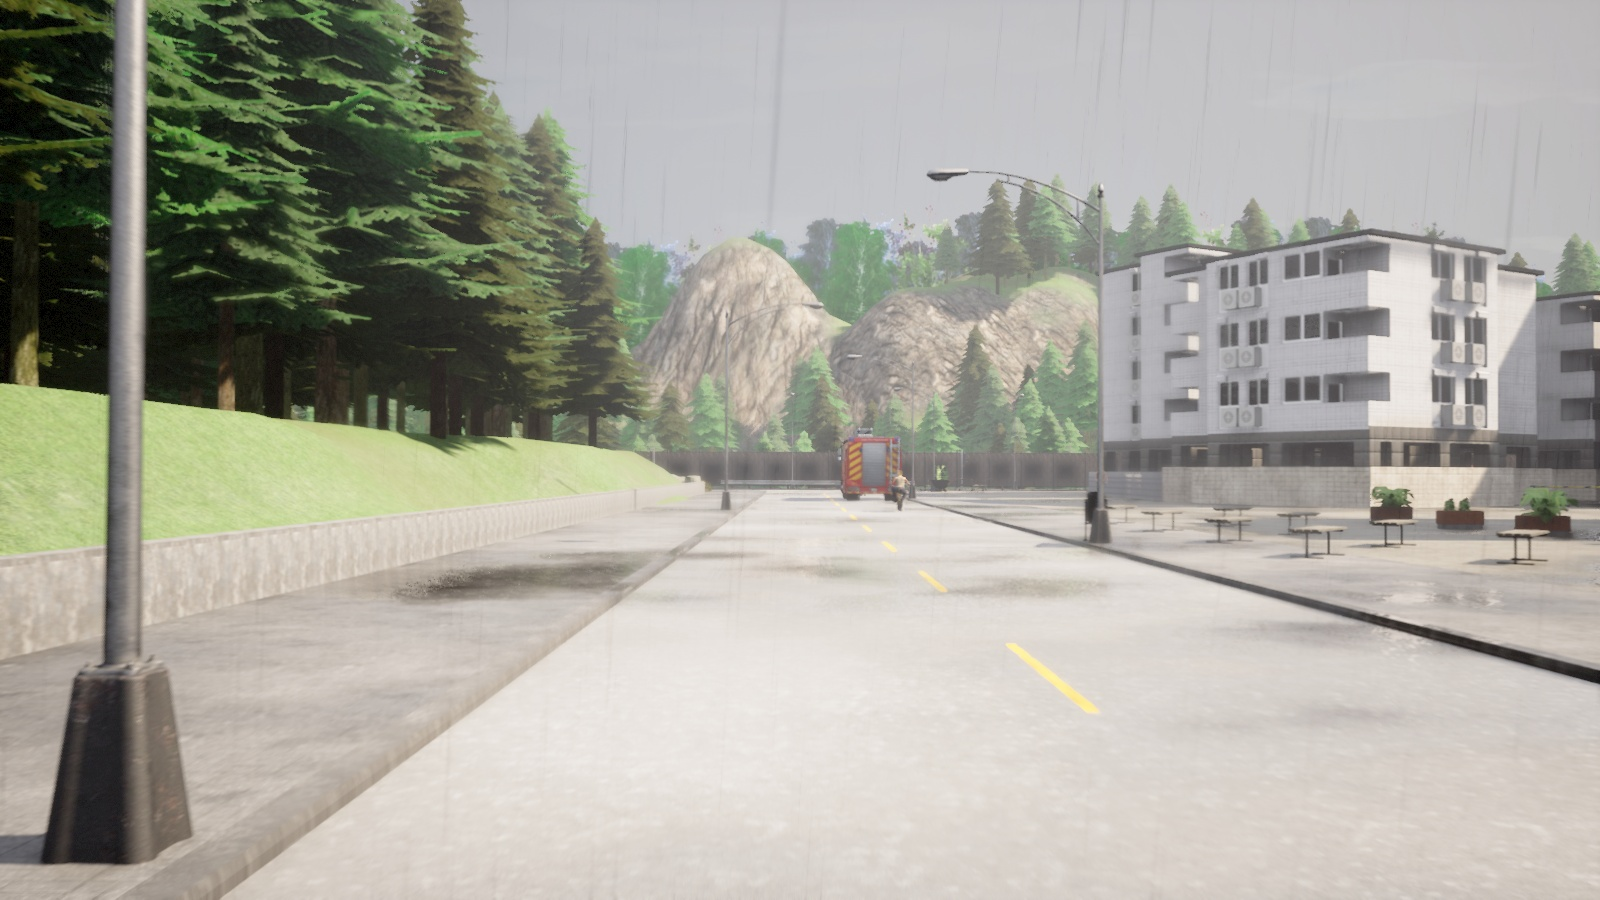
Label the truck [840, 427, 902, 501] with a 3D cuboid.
[{"bbox_3d":[3.834,0.798,69.478,2.891,3.827,8.468,0,-1,0],"label":"truck"}]
